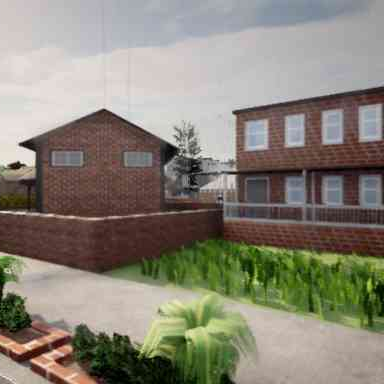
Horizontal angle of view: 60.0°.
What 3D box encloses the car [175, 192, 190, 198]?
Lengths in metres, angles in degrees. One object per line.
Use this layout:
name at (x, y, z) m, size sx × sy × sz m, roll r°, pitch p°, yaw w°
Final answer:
car at (-2.472, 1.057, 86.911) m, size 3.866 × 1.878 × 1.905 m, roll 0°, pitch 0°, yaw -19°
